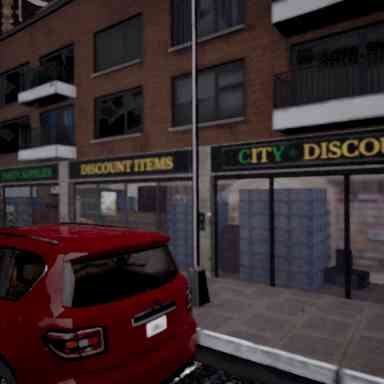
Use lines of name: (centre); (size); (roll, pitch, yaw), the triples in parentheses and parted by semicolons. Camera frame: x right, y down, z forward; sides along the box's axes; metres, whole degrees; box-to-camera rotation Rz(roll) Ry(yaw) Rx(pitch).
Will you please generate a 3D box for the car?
car: (-2.274, 1.361, 4.500); (5.009, 1.841, 2.192); (-1, 0, 36)
